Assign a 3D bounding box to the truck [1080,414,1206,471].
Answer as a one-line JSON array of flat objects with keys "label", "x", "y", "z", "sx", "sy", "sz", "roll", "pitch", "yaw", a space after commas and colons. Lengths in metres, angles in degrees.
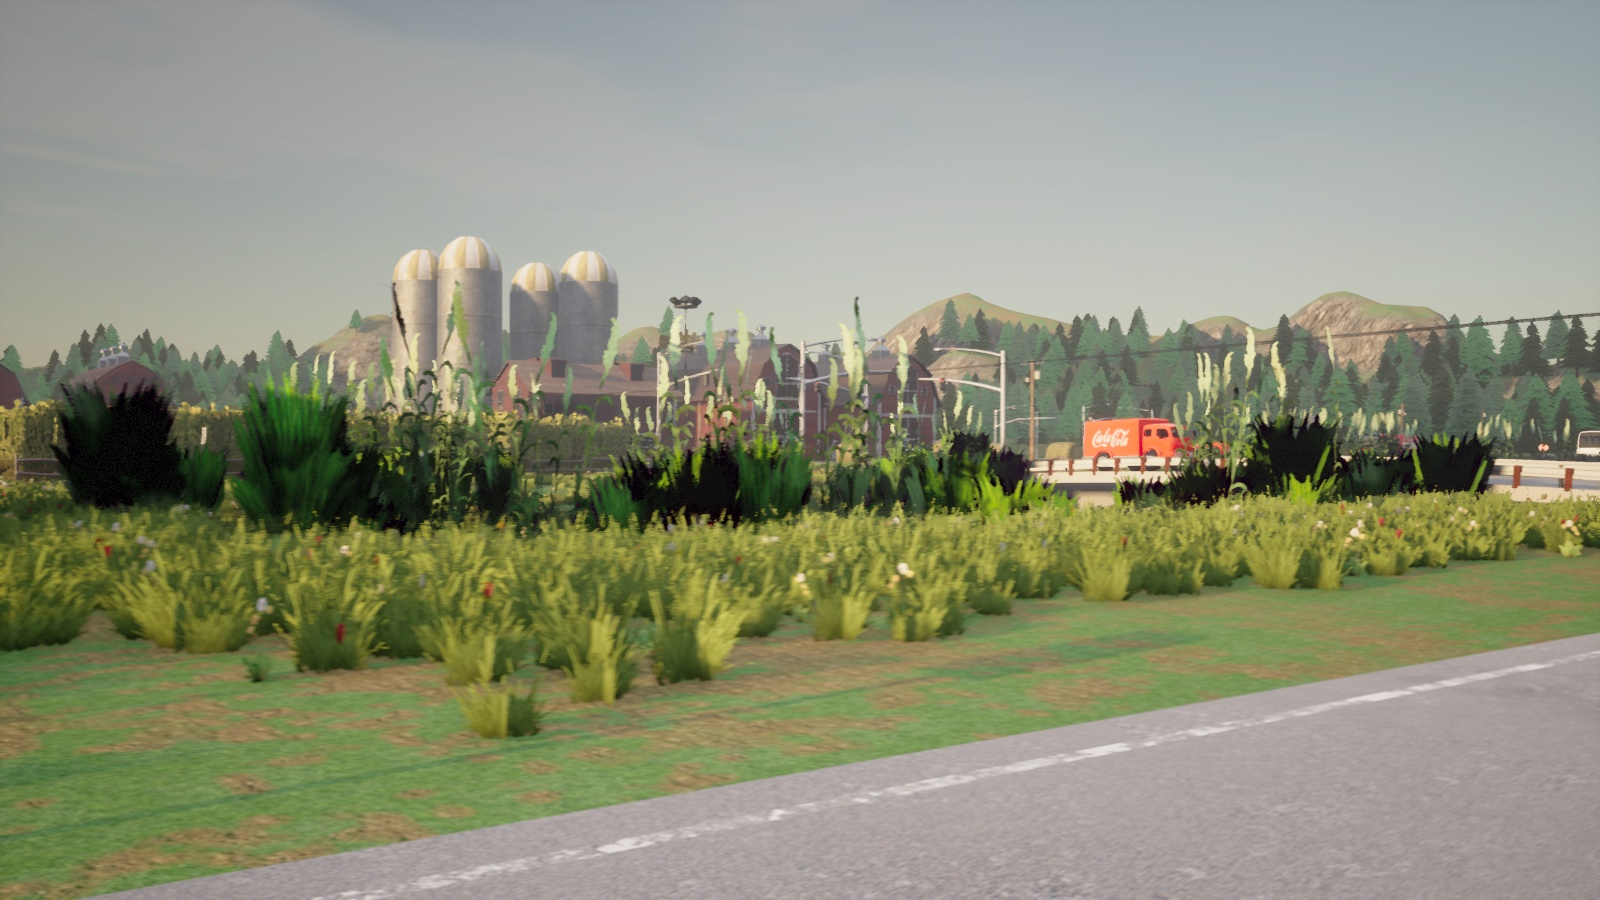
[{"label": "truck", "x": 16.012, "y": -0.297, "z": 58.863, "sx": 2.627, "sy": 2.467, "sz": 5.204, "roll": 0, "pitch": -1, "yaw": -34}]
